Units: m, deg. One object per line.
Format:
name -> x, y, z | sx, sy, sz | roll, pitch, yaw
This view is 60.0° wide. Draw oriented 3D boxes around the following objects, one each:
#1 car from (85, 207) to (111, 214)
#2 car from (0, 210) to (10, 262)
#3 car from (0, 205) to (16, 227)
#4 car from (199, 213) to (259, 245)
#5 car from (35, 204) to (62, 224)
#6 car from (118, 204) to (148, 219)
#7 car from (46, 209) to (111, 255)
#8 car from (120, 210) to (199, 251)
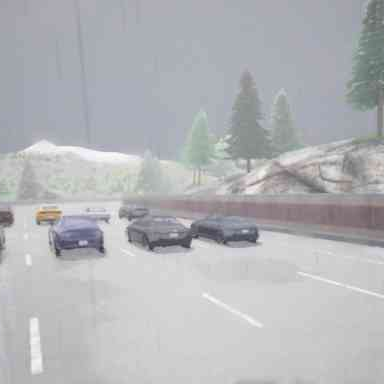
car -> -8.339, 1.902, 28.381 | 1.895, 1.301, 4.718 | 0, -1, -26
car -> -7.862, 1.632, 12.062 | 1.837, 1.490, 4.892 | 0, 0, -27
car -> -15.011, 1.747, 26.093 | 1.882, 1.535, 5.008 | 0, 0, -26
car -> 1.508, 1.749, 16.793 | 1.994, 1.385, 4.181 | 0, -1, -27
car -> -11.890, 1.767, 27.675 | 1.882, 1.535, 5.008 | 0, 0, -26
car -> -5.335, 1.816, 30.207 | 2.128, 1.511, 4.902 | 0, -1, -26
car -> -4.924, 1.674, 14.014 | 1.812, 1.442, 4.674 | 0, 0, -27
car -> -1.629, 1.730, 15.250 | 1.994, 1.385, 4.181 | 0, -1, -27
